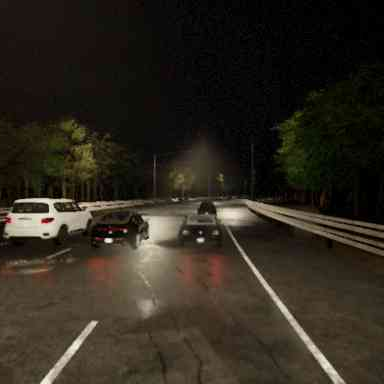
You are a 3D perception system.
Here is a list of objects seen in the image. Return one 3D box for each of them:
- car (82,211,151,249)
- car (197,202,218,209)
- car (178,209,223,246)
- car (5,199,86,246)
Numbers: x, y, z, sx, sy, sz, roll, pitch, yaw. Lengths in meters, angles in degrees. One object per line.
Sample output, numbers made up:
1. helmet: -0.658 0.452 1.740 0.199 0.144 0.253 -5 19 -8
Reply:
1. car: -3.088 1.613 15.061 1.837 1.490 4.892 0 0 2
2. car: 1.557 1.767 33.704 1.837 1.490 4.892 0 0 5
3. car: 0.442 1.723 15.922 1.895 1.301 4.718 0 0 2
4. car: -6.563 1.329 15.973 2.150 2.045 5.566 0 0 2
